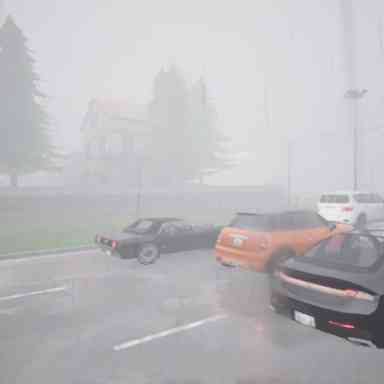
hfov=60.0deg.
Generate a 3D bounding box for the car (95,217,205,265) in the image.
[{"bbox_3d":[-0.706,1.510,11.329,4.718,1.301,1.895,-1,1,-35],"label":"car"}]

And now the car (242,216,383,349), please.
[{"bbox_3d":[3.448,1.400,5.711,4.902,1.511,2.128,-1,1,-35],"label":"car"}]

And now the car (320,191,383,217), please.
[{"bbox_3d":[9.105,0.948,18.281,5.566,2.045,2.150,-1,1,-35],"label":"car"}]

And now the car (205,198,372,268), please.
[{"bbox_3d":[2.900,1.234,9.608,4.553,1.767,2.097,-1,1,-35],"label":"car"}]
